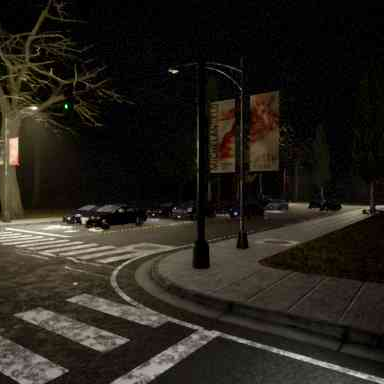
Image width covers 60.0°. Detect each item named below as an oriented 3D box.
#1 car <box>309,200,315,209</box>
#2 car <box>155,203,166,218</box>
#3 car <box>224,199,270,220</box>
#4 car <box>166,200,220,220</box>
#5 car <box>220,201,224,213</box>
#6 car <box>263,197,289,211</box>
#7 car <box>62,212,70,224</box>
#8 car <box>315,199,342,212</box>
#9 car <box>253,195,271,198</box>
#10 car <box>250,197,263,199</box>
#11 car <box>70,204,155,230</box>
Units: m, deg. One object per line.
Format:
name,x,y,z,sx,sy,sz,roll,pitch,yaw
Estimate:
car,18.952,1.841,49.928,1.812,1.442,4.674,0,0,35
car,-1.915,1.667,31.887,2.033,1.411,5.357,0,0,35
car,5.060,1.671,30.165,1.812,1.442,4.674,0,0,35
car,0.215,1.473,29.277,2.097,1.767,4.553,0,0,35
car,3.814,1.776,40.035,1.895,1.301,4.718,0,0,35
car,11.821,1.772,45.694,1.812,1.442,4.674,0,0,36
car,-7.246,1.637,24.341,1.994,1.385,4.181,0,0,36
car,17.769,1.756,42.573,2.128,1.511,4.902,0,0,35
car,9.897,1.470,48.597,2.150,2.045,5.566,0,0,38
car,5.870,1.680,37.303,1.837,1.490,4.892,0,0,35
car,-5.036,1.567,21.821,2.128,1.511,4.902,0,0,35
